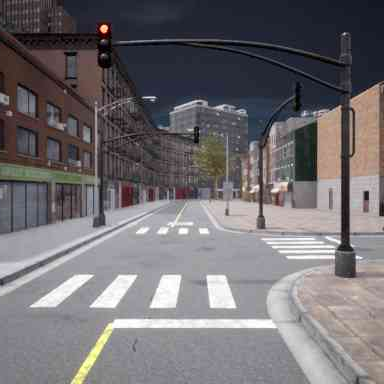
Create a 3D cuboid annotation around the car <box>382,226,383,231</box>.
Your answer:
[{"bbox_3d":[11.125,1.454,14.922,4.674,1.442,1.812,0,0,0],"label":"car"}]
